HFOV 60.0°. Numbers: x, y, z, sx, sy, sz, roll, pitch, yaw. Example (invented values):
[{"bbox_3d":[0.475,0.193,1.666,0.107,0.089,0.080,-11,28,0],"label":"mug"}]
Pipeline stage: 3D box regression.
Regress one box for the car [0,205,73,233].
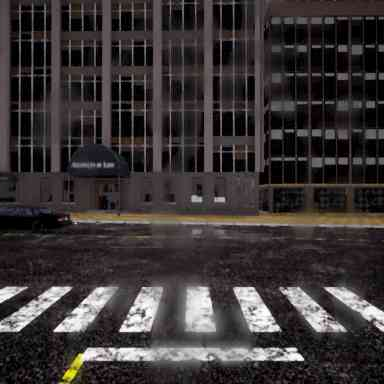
[{"bbox_3d":[-9.514,1.460,18.589,5.357,1.411,2.033,2,0,1],"label":"car"}]
